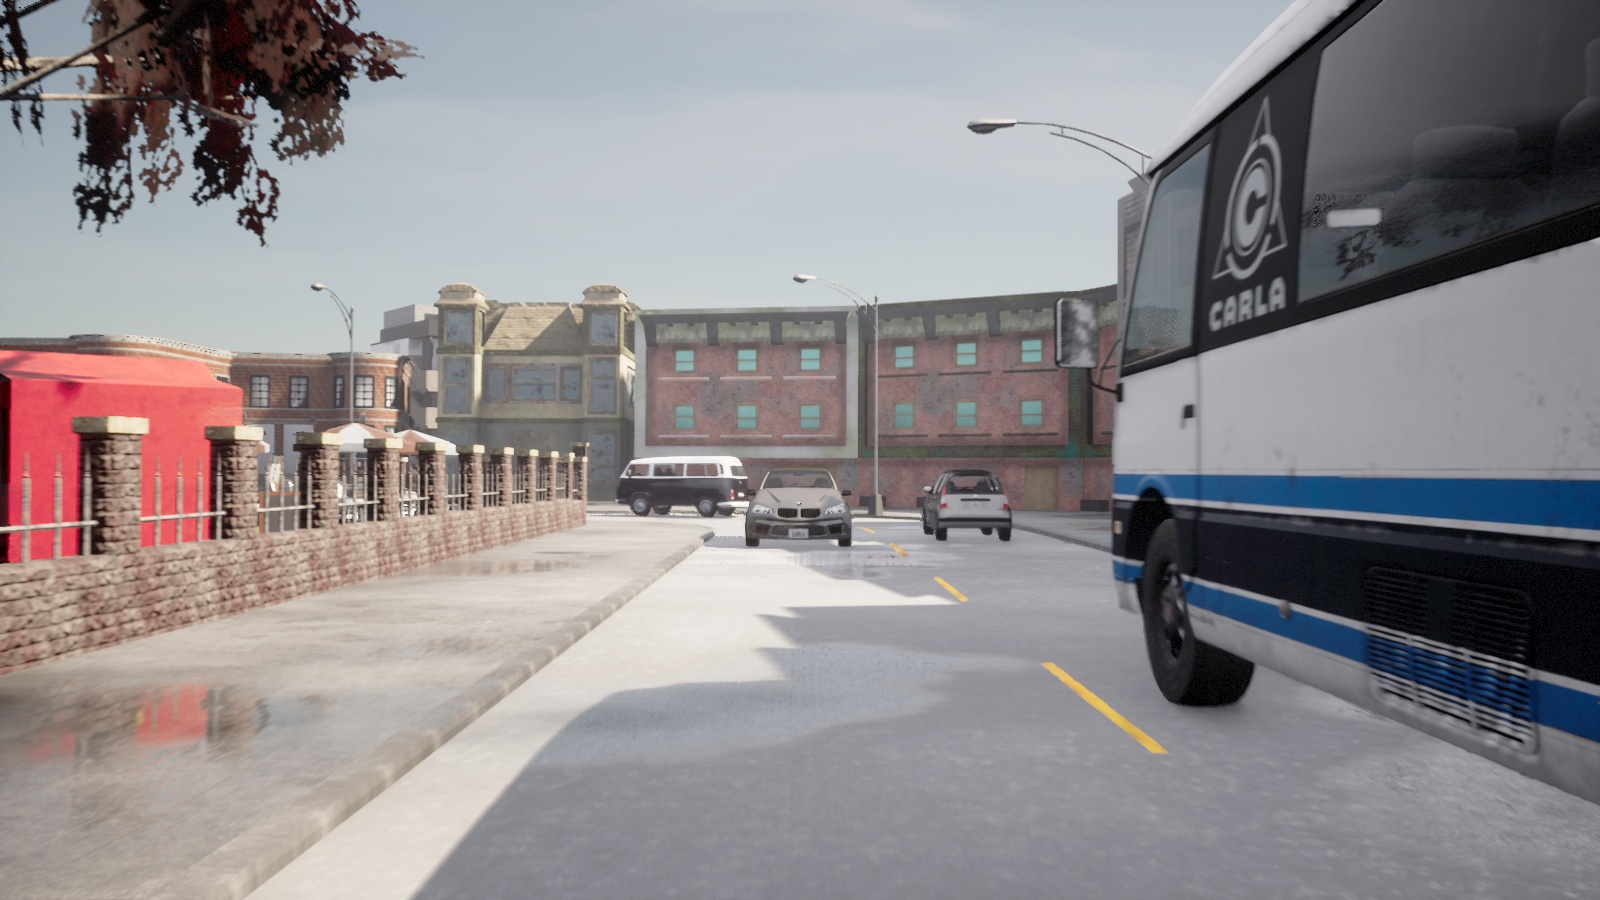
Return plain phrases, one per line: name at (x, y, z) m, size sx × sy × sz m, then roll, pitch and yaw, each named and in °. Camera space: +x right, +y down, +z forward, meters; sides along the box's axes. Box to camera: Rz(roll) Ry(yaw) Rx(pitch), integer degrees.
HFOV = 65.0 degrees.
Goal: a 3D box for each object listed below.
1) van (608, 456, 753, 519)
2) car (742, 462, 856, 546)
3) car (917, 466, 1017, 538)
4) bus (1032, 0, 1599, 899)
van at (-4.065, 1.272, 42.796) m, size 4.480 × 2.038 × 2.069 m, roll -1°, pitch -2°, yaw 20°
car at (-0.019, 1.115, 27.237) m, size 2.242 × 1.667 × 4.611 m, roll 0°, pitch -1°, yaw 0°
car at (3.928, 1.201, 30.144) m, size 1.851 × 1.617 × 3.988 m, roll 0°, pitch -1°, yaw 0°
bus at (3.980, -0.485, 5.576) m, size 3.944 × 4.253 × 10.273 m, roll 0°, pitch -1°, yaw 0°
